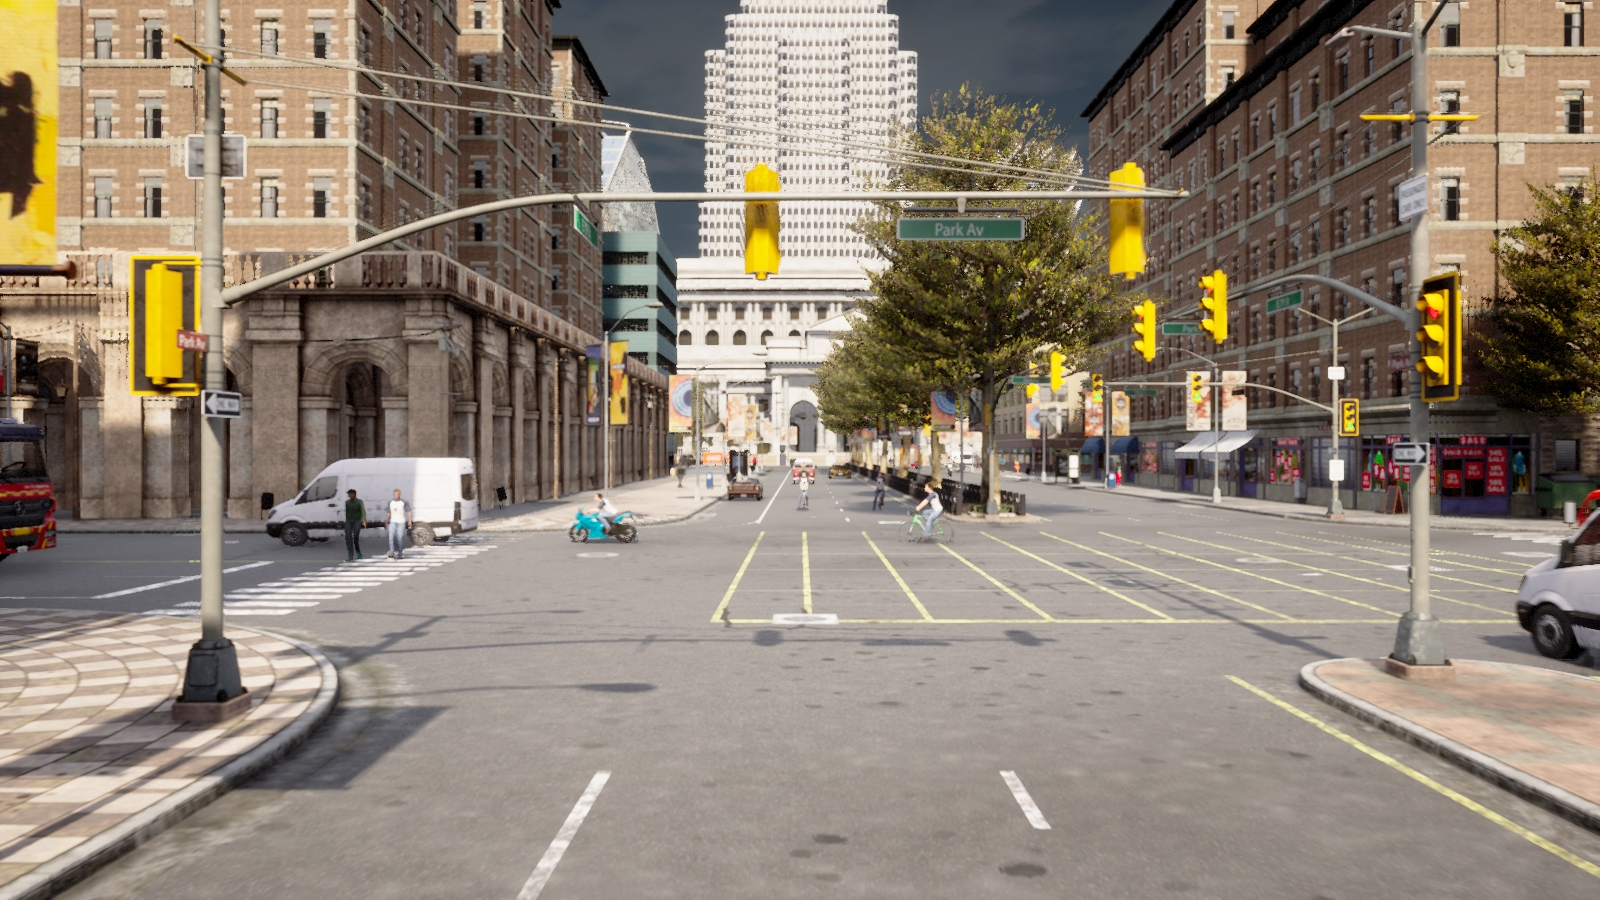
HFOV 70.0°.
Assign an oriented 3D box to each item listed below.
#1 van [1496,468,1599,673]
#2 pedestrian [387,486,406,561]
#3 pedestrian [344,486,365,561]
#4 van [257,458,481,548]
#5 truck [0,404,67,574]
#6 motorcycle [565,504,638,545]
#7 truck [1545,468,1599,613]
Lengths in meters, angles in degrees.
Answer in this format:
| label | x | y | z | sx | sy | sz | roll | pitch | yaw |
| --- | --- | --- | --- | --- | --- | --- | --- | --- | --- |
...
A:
| label | x | y | z | sx | sy | sz | roll | pitch | yaw |
| --- | --- | --- | --- | --- | --- | --- | --- | --- | --- |
| van | 11.149 | 1.532 | 13.423 | 1.988 | 2.561 | 5.915 | 0 | 0 | -5 |
| pedestrian | -10.158 | 1.844 | 28.800 | 0.375 | 1.860 | 0.375 | 0 | 0 | -6 |
| pedestrian | -11.229 | 1.843 | 28.796 | 0.375 | 1.860 | 0.375 | 0 | 0 | 0 |
| van | -12.685 | 1.529 | 33.897 | 5.915 | 2.561 | 1.988 | 0 | 0 | 0 |
| truck | -22.259 | 0.888 | 26.635 | 8.468 | 3.827 | 2.891 | 0 | 0 | 0 |
| motorcycle | -5.875 | 2.207 | 33.905 | 2.033 | 1.145 | 0.803 | 0 | 0 | 0 |
| truck | 15.064 | 1.563 | 18.519 | 2.627 | 2.467 | 5.204 | 0 | 0 | 0 |
